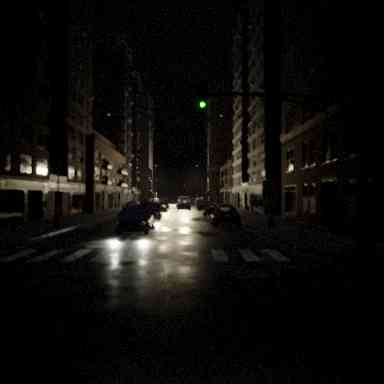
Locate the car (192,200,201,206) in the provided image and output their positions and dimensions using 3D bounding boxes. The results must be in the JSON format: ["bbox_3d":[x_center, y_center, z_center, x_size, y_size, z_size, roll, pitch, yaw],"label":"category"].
[{"bbox_3d":[0.946,2.393,75.581,1.802,1.307,4.206,0,-1,-2],"label":"car"}]

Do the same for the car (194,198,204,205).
[{"bbox_3d":[1.587,2.080,52.972,1.887,1.381,4.507,0,-1,-2],"label":"car"}]

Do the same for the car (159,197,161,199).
[{"bbox_3d":[-7.096,1.904,58.400,2.192,1.841,5.009,0,-1,-2],"label":"car"}]

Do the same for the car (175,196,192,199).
[{"bbox_3d":[-1.468,1.839,60.000,2.150,2.045,5.566,0,-1,-2],"label":"car"}]

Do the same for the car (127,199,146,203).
[{"bbox_3d":[-6.452,1.781,35.787,1.967,1.590,4.097,0,-1,-2],"label":"car"}]

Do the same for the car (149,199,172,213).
[{"bbox_3d":[-4.046,1.960,42.780,2.033,1.411,5.357,0,0,-1],"label":"car"}]

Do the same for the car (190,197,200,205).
[{"bbox_3d":[0.786,2.194,81.236,2.192,1.841,5.009,0,-1,-2],"label":"car"}]

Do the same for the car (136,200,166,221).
[{"bbox_3d":[-3.727,1.776,30.910,1.882,1.535,5.008,0,-1,-1],"label":"car"}]

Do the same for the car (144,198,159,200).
[{"bbox_3d":[-6.935,1.835,52.746,2.192,1.841,5.009,0,-1,-2],"label":"car"}]

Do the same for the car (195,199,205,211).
[{"bbox_3d":[1.748,2.052,47.320,1.802,1.307,4.206,0,-1,-2],"label":"car"}]

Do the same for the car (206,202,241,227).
[{"bbox_3d":[2.391,1.688,24.715,1.967,1.590,4.097,0,-1,-2],"label":"car"}]

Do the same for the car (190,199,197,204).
[{"bbox_3d":[0.461,2.541,92.708,1.752,1.417,4.829,0,-1,-2],"label":"car"}]

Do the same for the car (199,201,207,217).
[{"bbox_3d":[2.070,1.938,36.019,1.802,1.307,4.206,0,-1,-2],"label":"car"}]

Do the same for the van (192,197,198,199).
[{"bbox_3d":[1.427,1.946,58.627,1.690,1.788,3.998,0,-1,-2],"label":"van"}]

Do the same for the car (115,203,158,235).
[{"bbox_3d":[-3.440,1.678,20.663,1.882,1.535,5.008,0,-1,-2],"label":"car"}]

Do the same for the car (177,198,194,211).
[{"bbox_3d":[-1.185,2.060,49.969,1.994,1.385,4.181,0,-1,-2],"label":"car"}]

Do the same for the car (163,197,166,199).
[{"bbox_3d":[-7.572,2.319,75.189,1.752,1.417,4.829,0,-1,-2],"label":"car"}]

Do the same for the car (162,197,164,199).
[{"bbox_3d":[-7.416,2.309,69.704,1.802,1.307,4.206,0,-1,-2],"label":"car"}]
